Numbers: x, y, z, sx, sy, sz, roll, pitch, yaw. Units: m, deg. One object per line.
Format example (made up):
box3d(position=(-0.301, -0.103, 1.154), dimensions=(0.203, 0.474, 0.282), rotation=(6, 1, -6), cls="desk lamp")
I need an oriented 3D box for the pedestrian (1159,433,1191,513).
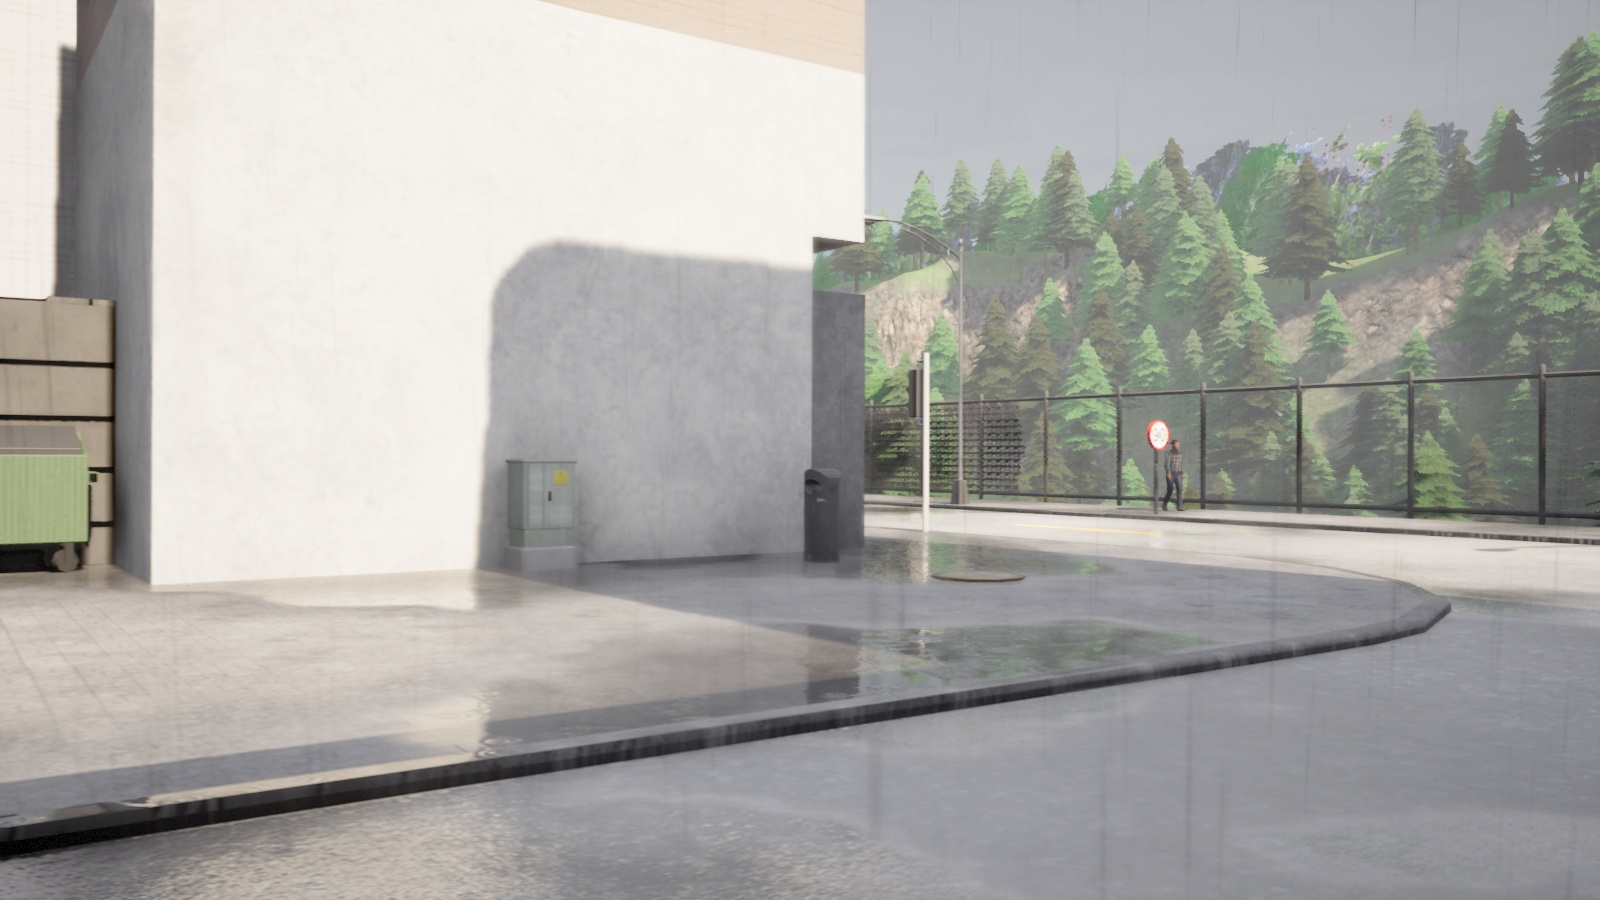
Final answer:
box3d(position=(9.225, 0.554, 30.916), dimensions=(0.423, 1.949, 0.788), rotation=(0, 0, -13), cls="pedestrian")
